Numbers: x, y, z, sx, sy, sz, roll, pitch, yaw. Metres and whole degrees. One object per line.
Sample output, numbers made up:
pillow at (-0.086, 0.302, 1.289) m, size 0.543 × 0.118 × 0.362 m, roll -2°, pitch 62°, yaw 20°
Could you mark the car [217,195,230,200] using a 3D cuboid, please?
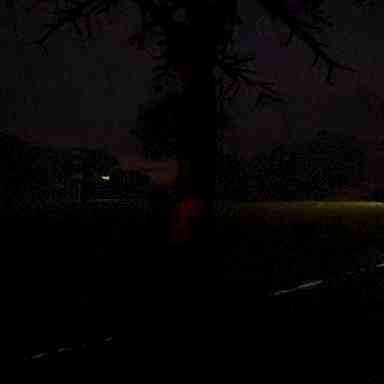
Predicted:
car at (8.077, 1.423, 85.853) m, size 1.812 × 1.442 × 4.674 m, roll 3°, pitch -2°, yaw -28°
